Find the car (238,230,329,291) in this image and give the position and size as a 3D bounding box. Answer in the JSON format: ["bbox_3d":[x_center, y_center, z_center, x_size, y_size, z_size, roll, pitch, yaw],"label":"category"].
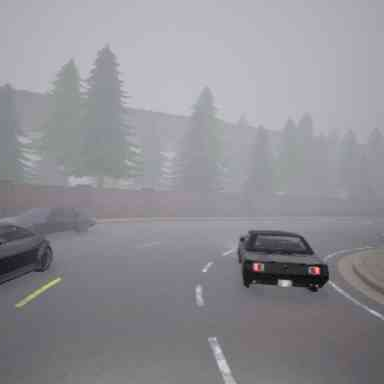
[{"bbox_3d":[2.341,1.762,9.608,1.895,1.301,4.718,2,0,7],"label":"car"}]

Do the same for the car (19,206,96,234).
[{"bbox_3d":[-6.966,1.395,16.270,2.033,1.411,5.357,2,0,22],"label":"car"}]

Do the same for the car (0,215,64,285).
[{"bbox_3d":[-4.957,1.427,7.639,1.994,1.385,4.181,2,0,4],"label":"car"}]
